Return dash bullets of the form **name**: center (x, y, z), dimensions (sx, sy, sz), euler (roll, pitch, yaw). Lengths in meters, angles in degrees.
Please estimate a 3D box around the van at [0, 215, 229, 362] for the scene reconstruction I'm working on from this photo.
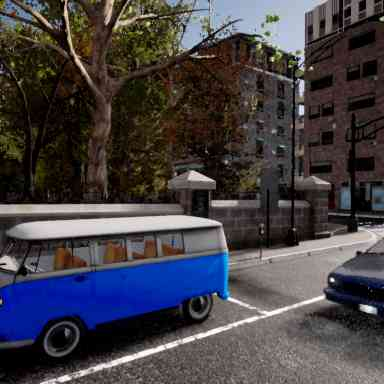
- **van**: center (-1.220, 1.342, 5.631), dimensions (3.998, 1.788, 1.690), euler (0, 1, -36)

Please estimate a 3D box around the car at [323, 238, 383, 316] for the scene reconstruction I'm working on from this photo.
- **car**: center (5.028, 1.550, 7.125), dimensions (5.357, 1.411, 2.033), euler (0, 0, -37)
